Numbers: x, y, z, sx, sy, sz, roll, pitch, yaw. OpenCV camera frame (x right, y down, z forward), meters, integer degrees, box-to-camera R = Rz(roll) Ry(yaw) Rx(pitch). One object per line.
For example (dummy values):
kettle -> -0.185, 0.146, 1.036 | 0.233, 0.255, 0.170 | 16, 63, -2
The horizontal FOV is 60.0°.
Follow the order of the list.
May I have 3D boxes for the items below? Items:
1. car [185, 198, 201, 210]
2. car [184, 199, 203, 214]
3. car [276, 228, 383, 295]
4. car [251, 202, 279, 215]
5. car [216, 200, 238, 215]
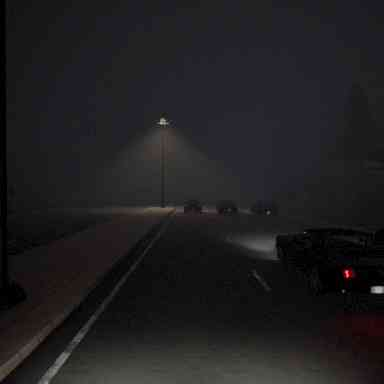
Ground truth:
car -> 0.107, 1.564, 44.597 | 1.994, 1.385, 4.181 | 0, 0, 0
car -> 0.100, 1.526, 35.836 | 1.812, 1.442, 4.674 | 0, 0, 0
car -> 3.602, 1.601, 8.634 | 1.895, 1.301, 4.718 | 0, 0, 0
car -> 7.106, 1.600, 33.017 | 1.895, 1.301, 4.718 | 0, 0, 0
car -> 3.608, 1.526, 34.320 | 1.812, 1.442, 4.674 | 0, 0, 0
